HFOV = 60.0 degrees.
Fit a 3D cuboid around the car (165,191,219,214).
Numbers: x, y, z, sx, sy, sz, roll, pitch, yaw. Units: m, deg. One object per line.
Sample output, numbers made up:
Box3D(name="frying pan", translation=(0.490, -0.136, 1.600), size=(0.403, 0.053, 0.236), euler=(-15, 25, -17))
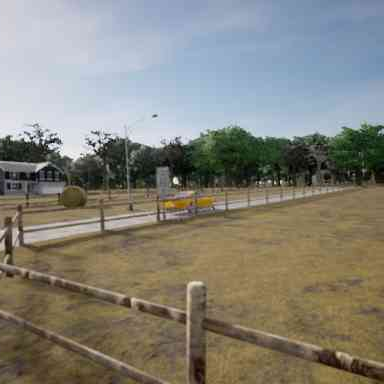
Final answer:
Box3D(name="car", translation=(0.095, 0.668, 24.256), size=(1.882, 1.535, 5.008), euler=(-3, 1, 36))
